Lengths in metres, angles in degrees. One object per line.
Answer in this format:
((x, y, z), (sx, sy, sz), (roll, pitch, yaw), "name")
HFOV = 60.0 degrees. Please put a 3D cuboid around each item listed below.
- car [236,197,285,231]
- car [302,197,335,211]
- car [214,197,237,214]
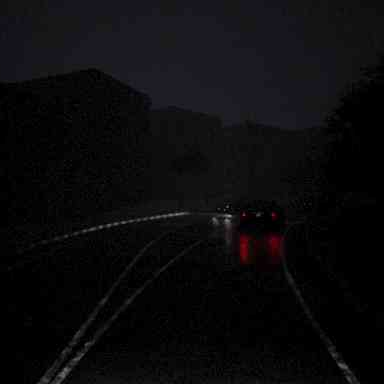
((4.346, 1.260, 20.041), (2.097, 1.767, 4.553), (0, 0, 21), "car")
((13.444, 1.223, 35.228), (2.033, 1.411, 5.357), (0, 1, 40), "car")
((4.148, 1.317, 33.020), (1.837, 1.490, 4.892), (-1, 0, 43), "car")
